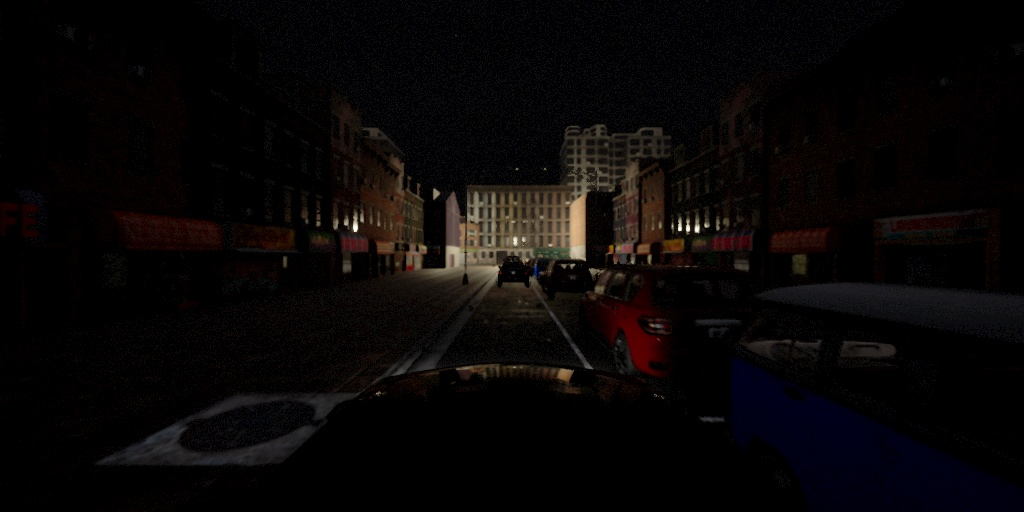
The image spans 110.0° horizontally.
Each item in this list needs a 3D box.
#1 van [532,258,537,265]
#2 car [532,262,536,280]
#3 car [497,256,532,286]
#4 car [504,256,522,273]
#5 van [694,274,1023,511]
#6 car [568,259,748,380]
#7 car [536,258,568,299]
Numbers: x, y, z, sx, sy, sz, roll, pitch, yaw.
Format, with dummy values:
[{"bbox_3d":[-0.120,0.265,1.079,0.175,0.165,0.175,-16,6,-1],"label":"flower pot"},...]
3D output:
[{"bbox_3d":[2.623,1.090,28.861,1.690,1.789,3.998,0,0,0],"label":"van"},{"bbox_3d":[2.626,1.300,23.386,2.007,1.370,4.403,0,0,0],"label":"car"},{"bbox_3d":[0.086,1.101,24.996,2.097,1.767,4.553,0,0,0],"label":"car"},{"bbox_3d":[0.077,0.969,45.084,2.150,2.045,5.566,0,0,0],"label":"car"},{"bbox_3d":[2.637,1.091,1.485,1.690,1.789,3.998,0,0,0],"label":"van"},{"bbox_3d":[2.634,1.064,6.957,2.192,1.841,5.009,0,0,0],"label":"car"},{"bbox_3d":[2.629,1.064,17.911,2.192,1.841,5.009,0,0,0],"label":"car"}]
